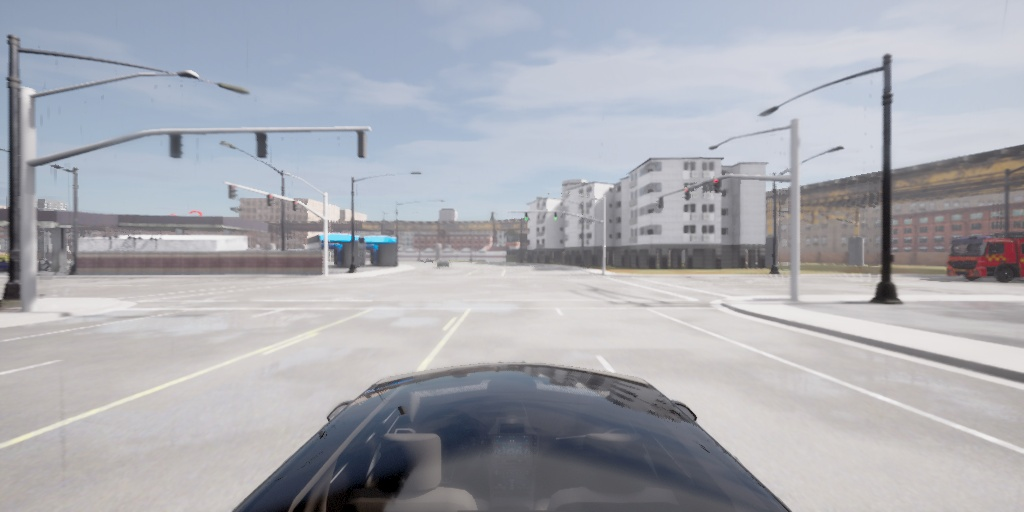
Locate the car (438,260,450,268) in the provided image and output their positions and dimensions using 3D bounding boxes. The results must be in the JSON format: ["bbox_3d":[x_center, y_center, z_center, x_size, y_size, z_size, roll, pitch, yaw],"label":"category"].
[{"bbox_3d":[-10.901,1.254,57.160,1.895,1.301,4.718,0,0,-12],"label":"car"}]

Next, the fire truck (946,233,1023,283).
[{"bbox_3d":[40.435,0.121,28.115,8.468,3.827,2.891,0,0,11],"label":"fire truck"}]
